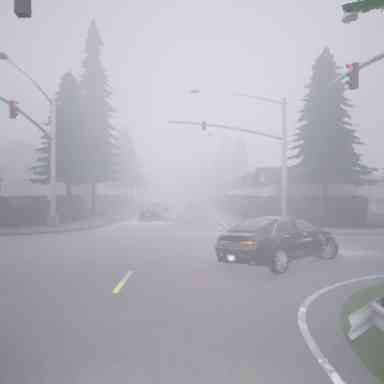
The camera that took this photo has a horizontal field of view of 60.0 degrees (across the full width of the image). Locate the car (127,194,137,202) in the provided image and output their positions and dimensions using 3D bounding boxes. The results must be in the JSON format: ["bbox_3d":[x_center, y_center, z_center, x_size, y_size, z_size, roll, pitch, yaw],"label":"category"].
[{"bbox_3d":[-16.764,1.507,84.886,3.866,1.878,1.905,0,0,-1],"label":"car"}]

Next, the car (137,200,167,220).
[{"bbox_3d":[-3.586,1.656,29.839,1.837,1.490,4.892,0,0,0],"label":"car"}]

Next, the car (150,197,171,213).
[{"bbox_3d":[-3.579,1.682,40.281,1.882,1.535,5.008,0,0,0],"label":"car"}]

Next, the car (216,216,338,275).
[{"bbox_3d":[2.865,1.555,10.781,4.892,1.490,1.837,0,-4,-42],"label":"car"}]

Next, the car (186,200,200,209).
[{"bbox_3d":[0.107,1.814,49.503,1.994,1.385,4.181,0,0,0],"label":"car"}]
